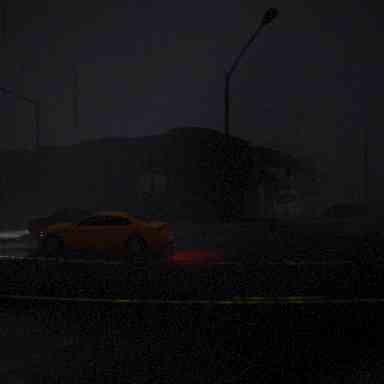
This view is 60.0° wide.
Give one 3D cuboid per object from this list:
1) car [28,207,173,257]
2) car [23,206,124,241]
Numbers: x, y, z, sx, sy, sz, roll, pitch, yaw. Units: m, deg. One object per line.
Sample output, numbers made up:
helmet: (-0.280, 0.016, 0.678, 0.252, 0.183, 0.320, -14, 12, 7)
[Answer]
car: (-3.246, 1.476, 12.594, 5.008, 1.535, 1.882, 0, 0, 7)
car: (-6.010, 1.518, 16.923, 4.674, 1.442, 1.812, 0, 0, 16)
